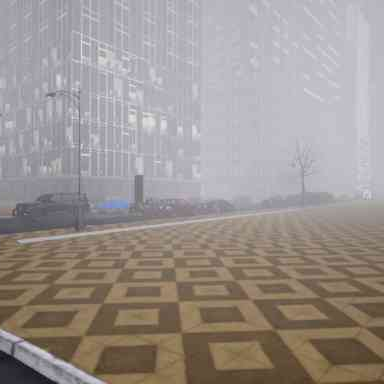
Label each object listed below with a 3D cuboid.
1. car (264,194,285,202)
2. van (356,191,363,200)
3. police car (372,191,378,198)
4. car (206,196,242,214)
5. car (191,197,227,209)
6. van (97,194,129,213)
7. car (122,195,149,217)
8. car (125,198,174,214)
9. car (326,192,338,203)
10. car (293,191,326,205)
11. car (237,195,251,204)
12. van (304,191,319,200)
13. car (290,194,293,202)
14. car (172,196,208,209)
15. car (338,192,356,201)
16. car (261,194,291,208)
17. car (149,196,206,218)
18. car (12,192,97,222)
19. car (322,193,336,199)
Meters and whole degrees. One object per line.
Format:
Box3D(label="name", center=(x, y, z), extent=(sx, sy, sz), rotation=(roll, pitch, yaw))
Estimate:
Box3D(label="car", center=(14.606, 1.056, 58.589), extent=(1.947, 1.339, 4.313), rotation=(1, 1, 41))
Box3D(label="van", center=(35.752, 0.683, 70.420), extent=(1.690, 1.788, 3.998), rotation=(1, 1, 41))
Box3D(label="police car", center=(43.132, 0.672, 79.562), extent=(1.930, 1.638, 5.238), rotation=(0, 1, 41))
Box3D(label="car", center=(2.530, 1.320, 31.467), extent=(1.947, 1.339, 4.313), rotation=(1, 1, 41))
Box3D(label="car", center=(2.102, 1.281, 39.971), extent=(1.895, 1.301, 4.718), rotation=(0, 1, 41))
Box3D(label="van", center=(-7.665, 1.107, 32.723), extent=(1.690, 1.788, 3.998), rotation=(1, 1, 41))
Box3D(label="car", center=(-3.184, 1.281, 28.889), extent=(2.128, 1.511, 4.902), rotation=(0, 1, 41))
Box3D(label="car", center=(-4.131, 1.359, 32.695), extent=(1.895, 1.301, 4.718), rotation=(0, 1, 40))
Box3D(label="car", center=(20.964, 0.839, 53.124), extent=(2.192, 1.841, 5.009), rotation=(1, 1, 41))
Box3D(label="car", center=(17.267, 0.885, 48.800), extent=(2.192, 1.841, 5.009), rotation=(1, 1, 41))
Box3D(label="car", center=(7.211, 1.148, 49.941), extent=(1.947, 1.339, 4.313), rotation=(1, 1, 41))
Box3D(label="van", center=(25.698, 0.694, 71.557), extent=(1.690, 1.788, 3.998), rotation=(1, 1, 41))
Box3D(label="car", center=(16.186, 1.056, 51.536), extent=(1.837, 1.490, 4.892), rotation=(0, 1, 41))
Box3D(label="car", center=(-0.188, 1.218, 41.300), extent=(1.887, 1.381, 4.507), rotation=(1, 1, 41))
Box3D(label="car", center=(28.468, 0.957, 61.904), extent=(1.752, 1.417, 4.829), rotation=(1, 1, 41))
Box3D(label="car", center=(9.872, 1.244, 40.157), extent=(1.802, 1.307, 4.206), rotation=(1, 1, 41))
Box3D(label="car", center=(-1.124, 1.240, 27.106), extent=(1.967, 1.590, 4.097), rotation=(1, 1, 41))
Box3D(label="car", center=(-10.477, 1.059, 25.273), extent=(2.150, 2.045, 5.566), rotation=(0, 1, 41))
Box3D(label="car", center=(33.091, 0.828, 80.209), extent=(1.947, 1.339, 4.313), rotation=(1, 1, 41))
